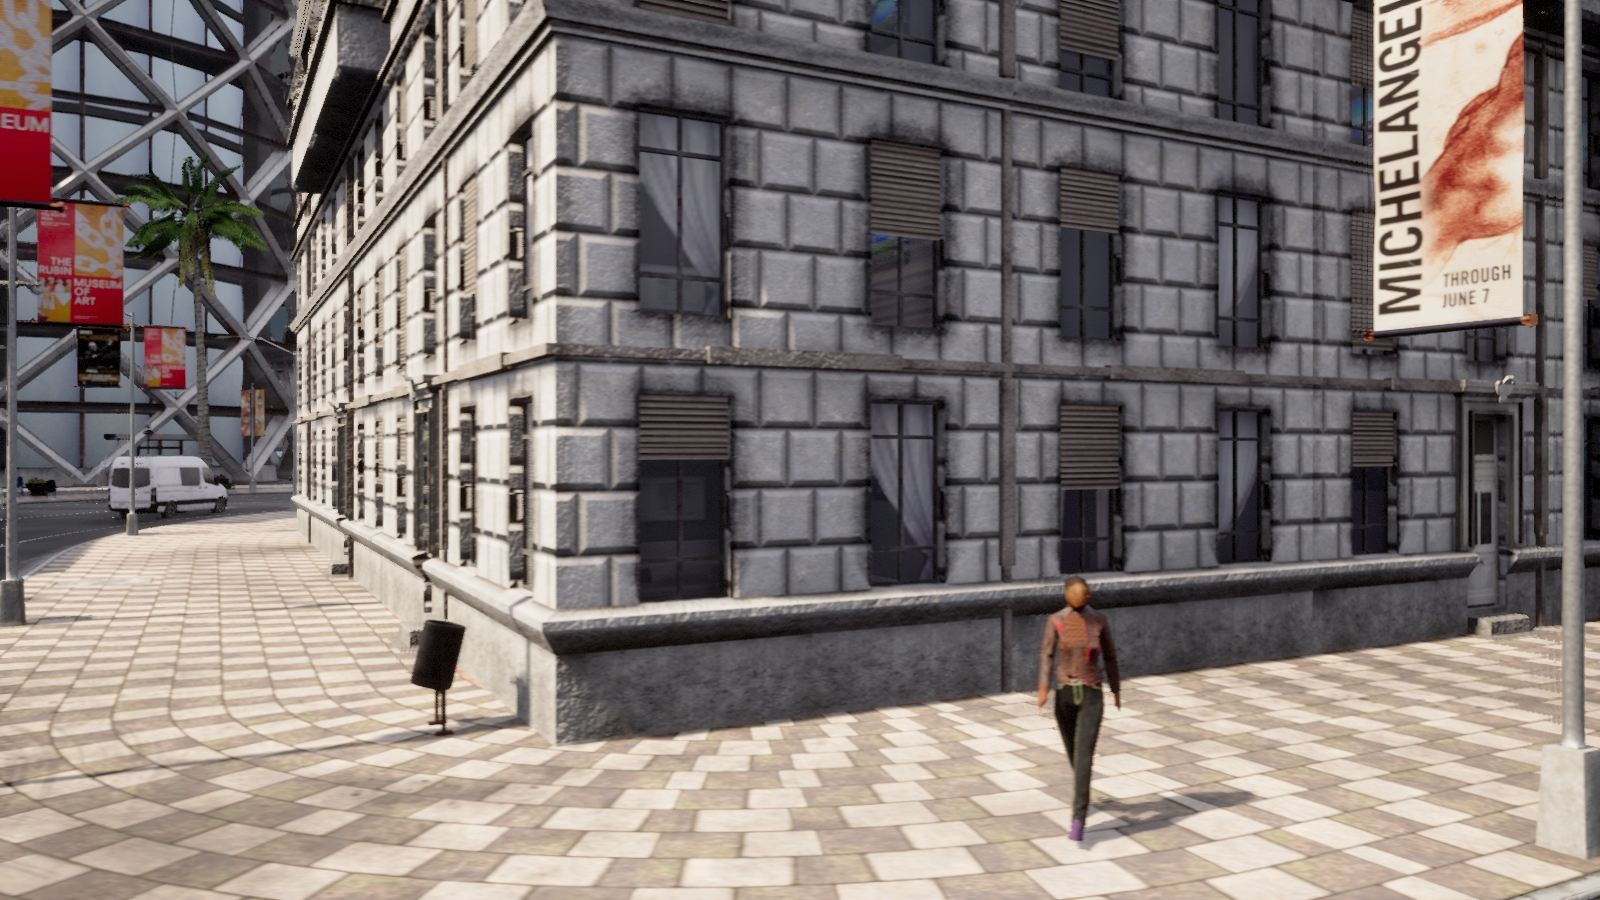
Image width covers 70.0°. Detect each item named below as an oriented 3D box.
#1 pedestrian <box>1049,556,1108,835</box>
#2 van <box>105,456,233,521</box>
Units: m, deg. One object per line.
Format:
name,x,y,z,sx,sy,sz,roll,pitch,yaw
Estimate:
pedestrian,1.959,1.697,8.033,0.375,1.860,0.375,0,0,18
van,-26.570,1.540,48.415,1.988,2.561,5.915,0,0,2
